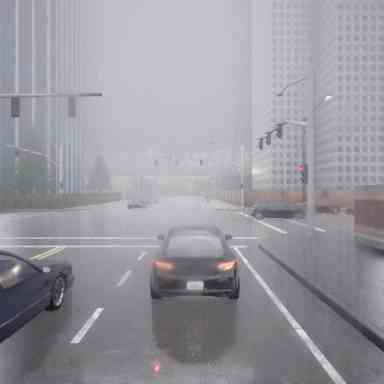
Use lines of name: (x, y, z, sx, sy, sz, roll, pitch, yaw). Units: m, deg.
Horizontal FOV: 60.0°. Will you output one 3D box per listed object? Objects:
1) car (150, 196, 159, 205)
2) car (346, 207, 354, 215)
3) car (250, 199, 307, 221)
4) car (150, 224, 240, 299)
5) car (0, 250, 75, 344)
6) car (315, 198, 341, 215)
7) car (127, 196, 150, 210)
car: (-7.124, 1.491, 60.431, 2.128, 1.511, 4.902, 0, 0, 0)
car: (16.856, 1.547, 29.994, 5.357, 1.411, 2.033, 0, 0, 0)
car: (6.967, 1.352, 26.574, 4.553, 1.767, 2.097, 0, 0, 7)
car: (0.070, 1.526, 8.309, 1.812, 1.442, 4.674, 0, 0, 0)
car: (-3.445, 1.547, 4.713, 2.033, 1.411, 5.357, 0, 0, 1)
car: (12.383, 1.352, 33.512, 4.553, 1.767, 2.097, 0, 0, 0)
car: (-7.138, 1.547, 43.376, 2.033, 1.411, 5.357, 0, 0, 0)
